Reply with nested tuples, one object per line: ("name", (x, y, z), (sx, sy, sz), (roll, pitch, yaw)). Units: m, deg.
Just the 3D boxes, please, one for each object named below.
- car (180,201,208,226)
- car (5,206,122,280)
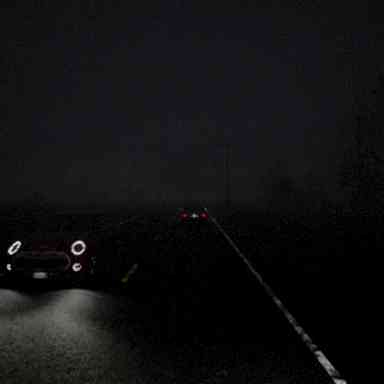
("car", (0.148, 1.593, 23.950), (2.033, 1.411, 5.357), (0, 0, 0))
("car", (-3.579, 1.372, 10.069), (2.097, 1.767, 4.553), (0, 0, 0))
